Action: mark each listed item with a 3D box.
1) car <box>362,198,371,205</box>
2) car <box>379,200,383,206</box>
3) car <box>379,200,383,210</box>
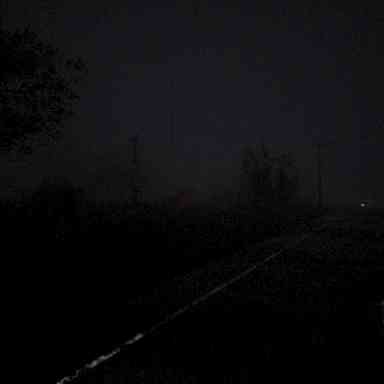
[{"bbox_3d":[42.415,2.319,80.844,1.882,1.535,5.008,-1,-1,29],"label":"car"},{"bbox_3d":[39.832,2.284,68.820,1.895,1.301,4.718,-1,-1,29],"label":"car"},{"bbox_3d":[31.275,2.062,52.989,2.033,1.411,5.357,-1,-1,29],"label":"car"}]
